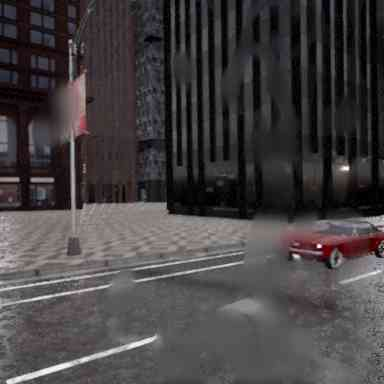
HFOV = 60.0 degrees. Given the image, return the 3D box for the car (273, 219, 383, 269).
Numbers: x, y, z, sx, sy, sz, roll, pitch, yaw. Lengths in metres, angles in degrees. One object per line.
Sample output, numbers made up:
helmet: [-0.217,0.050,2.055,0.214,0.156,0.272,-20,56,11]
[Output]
car: [4.921,1.618,11.287,4.718,1.301,1.895,0,0,-36]
